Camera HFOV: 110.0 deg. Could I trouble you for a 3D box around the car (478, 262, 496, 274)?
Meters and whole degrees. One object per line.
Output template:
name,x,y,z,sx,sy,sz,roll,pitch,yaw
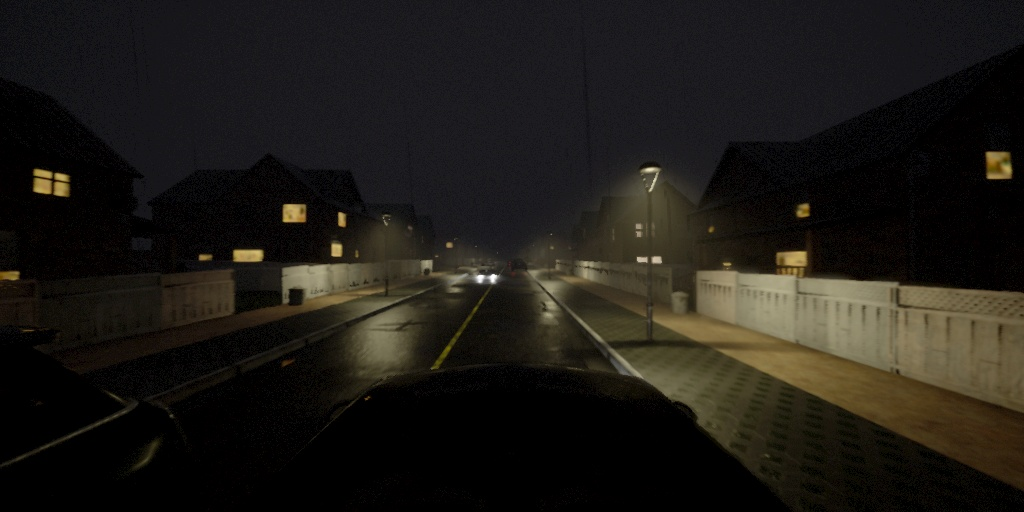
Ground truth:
car,-2.834,1.376,41.975,1.895,1.301,4.718,0,0,0

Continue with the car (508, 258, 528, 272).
car,0.933,1.105,47.672,2.097,1.767,4.553,-2,0,0

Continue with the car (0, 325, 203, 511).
car,-2.849,1.102,0.119,2.097,1.767,4.553,0,0,0
